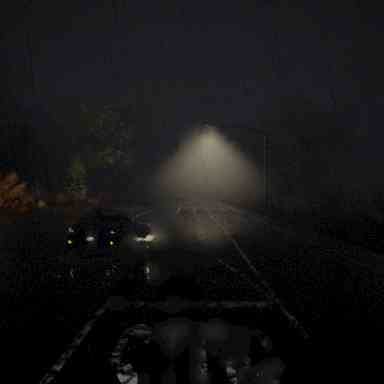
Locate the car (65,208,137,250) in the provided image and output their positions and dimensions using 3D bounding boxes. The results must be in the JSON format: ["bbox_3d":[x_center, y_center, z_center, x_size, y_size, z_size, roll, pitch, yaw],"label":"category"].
[{"bbox_3d":[-3.430,1.357,13.274,1.994,1.385,4.181,2,1,0],"label":"car"}]

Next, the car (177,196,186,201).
[{"bbox_3d":[-2.640,1.589,82.855,2.033,1.411,5.357,0,0,6],"label":"car"}]
